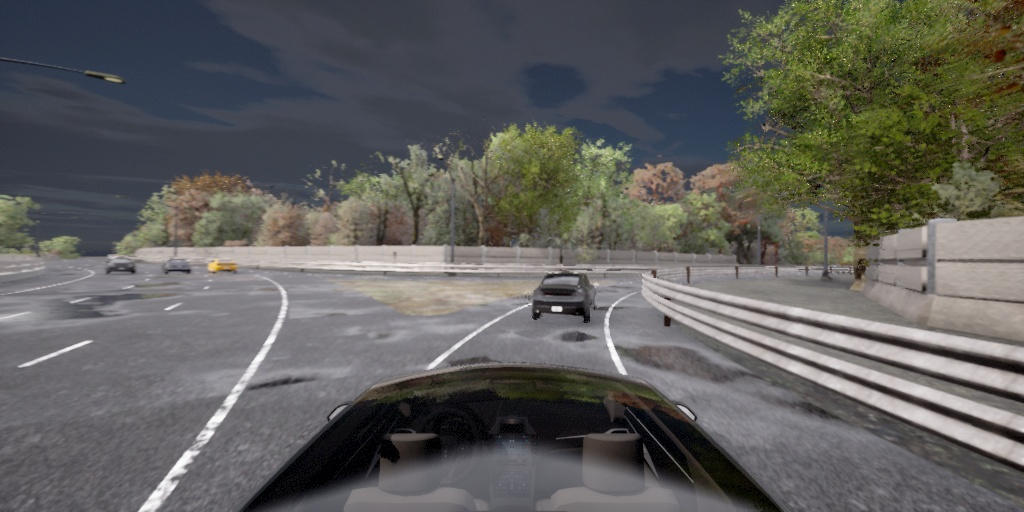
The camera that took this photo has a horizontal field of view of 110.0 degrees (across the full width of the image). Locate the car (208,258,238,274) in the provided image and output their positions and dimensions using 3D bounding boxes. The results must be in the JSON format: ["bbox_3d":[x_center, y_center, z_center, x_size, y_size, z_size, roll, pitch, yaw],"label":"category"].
[{"bbox_3d":[-29.462,0.979,36.534,5.008,1.535,1.882,1,0,44],"label":"car"}]

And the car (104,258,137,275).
[{"bbox_3d":[-35.983,0.918,33.048,4.674,1.442,1.812,1,0,42],"label":"car"}]

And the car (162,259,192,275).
[{"bbox_3d":[-32.102,1.001,34.323,5.357,1.411,2.033,1,0,42],"label":"car"}]

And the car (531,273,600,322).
[{"bbox_3d":[1.985,1.336,12.850,1.837,1.490,4.892,0,-1,16],"label":"car"}]
